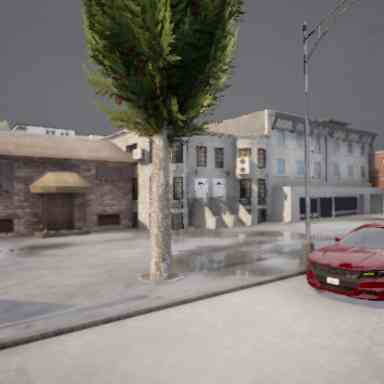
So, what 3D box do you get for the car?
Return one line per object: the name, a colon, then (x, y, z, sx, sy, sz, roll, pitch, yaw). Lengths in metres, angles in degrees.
car: (4.853, 1.519, 8.212, 5.008, 1.535, 1.882, 0, -1, -36)
